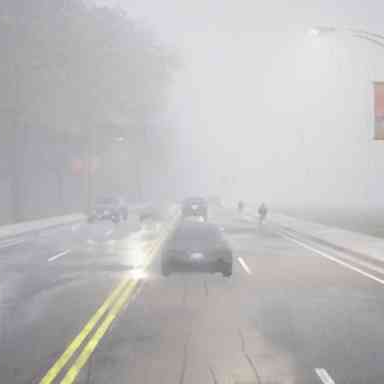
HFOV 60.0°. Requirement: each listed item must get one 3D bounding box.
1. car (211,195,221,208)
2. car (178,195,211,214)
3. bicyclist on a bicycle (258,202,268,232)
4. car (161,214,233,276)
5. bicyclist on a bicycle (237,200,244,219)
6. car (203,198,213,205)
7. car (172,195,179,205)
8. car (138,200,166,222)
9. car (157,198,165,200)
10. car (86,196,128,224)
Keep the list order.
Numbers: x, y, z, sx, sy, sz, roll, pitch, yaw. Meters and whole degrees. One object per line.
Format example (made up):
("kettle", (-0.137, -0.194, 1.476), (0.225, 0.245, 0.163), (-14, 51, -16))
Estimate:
("car", (3.553, 1.586, 55.187), (2.150, 2.045, 5.566), (0, 0, 0))
("car", (0.206, 1.398, 29.096), (2.150, 2.045, 5.566), (0, 0, 0))
("bicyclist on a bicycle", (4.213, 1.498, 19.977), (0.659, 1.776, 1.843), (0, 0, 0))
("car", (0.133, 1.627, 10.577), (1.994, 1.385, 4.181), (0, 0, 0))
("bicyclist on a bicycle", (4.248, 1.556, 29.176), (0.659, 1.776, 1.843), (0, 0, 0))
("car", (3.523, 2.053, 72.887), (1.994, 1.385, 4.181), (0, 0, 0))
("car", (-2.987, 1.658, 70.108), (2.150, 2.045, 5.566), (0, 0, 0))
("car", (-3.248, 1.712, 28.271), (2.033, 1.411, 5.357), (0, 0, 0))
("car", (-6.255, 1.933, 67.011), (1.837, 1.490, 4.892), (0, 0, 0))
("car", (-6.507, 1.365, 26.196), (2.150, 2.045, 5.566), (0, 0, 0))
